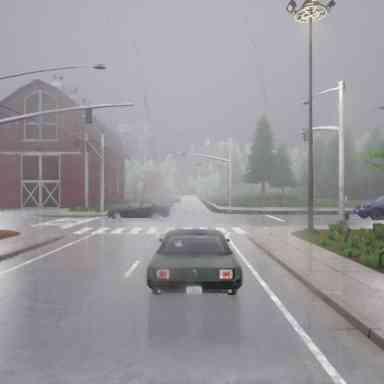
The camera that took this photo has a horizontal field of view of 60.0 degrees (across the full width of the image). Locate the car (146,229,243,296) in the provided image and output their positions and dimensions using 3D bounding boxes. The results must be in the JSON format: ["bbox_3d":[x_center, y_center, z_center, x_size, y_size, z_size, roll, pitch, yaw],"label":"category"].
[{"bbox_3d":[0.067,1.604,8.622,1.895,1.301,4.718,0,0,0],"label":"car"}]

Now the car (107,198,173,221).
[{"bbox_3d":[-4.242,1.470,26.736,5.008,1.535,1.882,0,0,-1],"label":"car"}]

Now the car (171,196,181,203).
[{"bbox_3d":[-3.507,1.613,72.508,1.895,1.301,4.718,0,0,0],"label":"car"}]

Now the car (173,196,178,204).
[{"bbox_3d":[-3.597,1.521,52.128,1.837,1.490,4.892,0,0,0],"label":"car"}]

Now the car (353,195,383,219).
[{"bbox_3d":[16.230,1.203,27.102,5.566,2.045,2.150,0,0,0],"label":"car"}]

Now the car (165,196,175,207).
[{"bbox_3d":[-3.603,1.577,42.107,1.994,1.385,4.181,0,0,0],"label":"car"}]

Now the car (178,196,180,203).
[{"bbox_3d":[-3.568,1.525,62.201,1.837,1.490,4.892,0,0,0],"label":"car"}]
